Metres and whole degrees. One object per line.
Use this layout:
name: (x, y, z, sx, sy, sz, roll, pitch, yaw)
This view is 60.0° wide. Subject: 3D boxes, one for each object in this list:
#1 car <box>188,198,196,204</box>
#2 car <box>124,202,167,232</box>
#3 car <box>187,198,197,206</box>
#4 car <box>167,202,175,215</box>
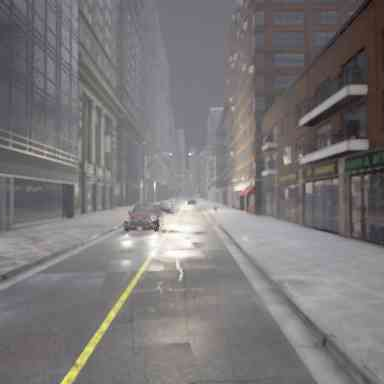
car: (-0.047, 2.264, 83.462, 2.033, 1.411, 5.357, 0, -1, 0)
car: (-3.043, 1.562, 21.705, 2.097, 1.767, 4.553, 0, 0, 0)
car: (-0.042, 2.225, 73.040, 1.837, 1.490, 4.892, 0, -1, 0)
car: (-3.022, 1.933, 38.928, 2.033, 1.411, 5.357, 0, -1, 0)
